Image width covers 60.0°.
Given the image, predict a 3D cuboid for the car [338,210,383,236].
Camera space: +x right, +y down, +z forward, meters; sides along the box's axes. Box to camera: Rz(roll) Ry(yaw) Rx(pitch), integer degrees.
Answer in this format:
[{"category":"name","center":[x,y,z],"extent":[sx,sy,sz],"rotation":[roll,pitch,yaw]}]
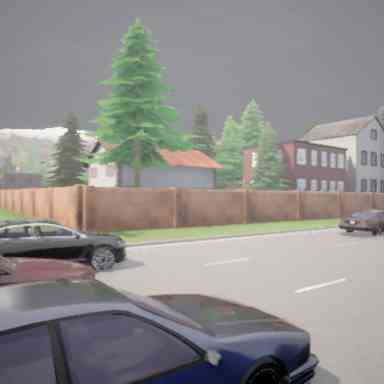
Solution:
[{"category":"car","center":[11.118,1.804,20.282],"extent":[5.357,1.411,2.033],"rotation":[1,0,-36]}]

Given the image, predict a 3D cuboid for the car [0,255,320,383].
[{"category":"car","center":[-1.189,1.555,2.897],"extent":[5.357,1.411,2.033],"rotation":[1,-1,-36]}]

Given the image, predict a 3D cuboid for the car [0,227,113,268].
[{"category":"car","center":[-3.874,1.523,5.282],"extent":[4.674,1.442,1.812],"rotation":[1,0,-36]}]

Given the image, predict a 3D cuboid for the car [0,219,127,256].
[{"category":"car","center":[-4.229,1.515,9.329],"extent":[4.902,1.511,2.128],"rotation":[1,0,-36]}]
